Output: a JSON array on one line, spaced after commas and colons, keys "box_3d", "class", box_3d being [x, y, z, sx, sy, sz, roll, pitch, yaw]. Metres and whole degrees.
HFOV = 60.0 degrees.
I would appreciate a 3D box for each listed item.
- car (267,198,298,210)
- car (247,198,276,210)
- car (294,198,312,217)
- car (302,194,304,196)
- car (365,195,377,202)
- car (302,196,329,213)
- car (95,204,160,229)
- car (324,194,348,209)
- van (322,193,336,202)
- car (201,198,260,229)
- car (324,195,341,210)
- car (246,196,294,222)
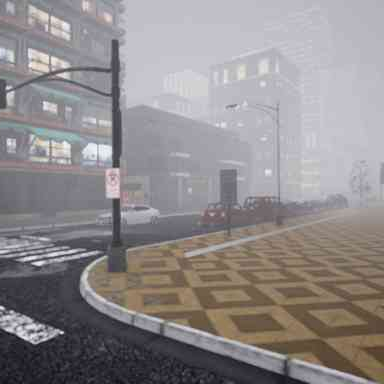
[{"box_3d": [11.624, 1.476, 42.578, 2.033, 1.411, 5.357, -1, 0, 37], "class": "car"}, {"box_3d": [9.134, 1.487, 43.409, 1.752, 1.417, 4.829, -1, 0, 36], "class": "car"}, {"box_3d": [8.953, 1.469, 29.866, 1.802, 1.307, 4.206, -1, 0, 36], "class": "car"}, {"box_3d": [22.392, 1.437, 61.430, 1.752, 1.417, 4.829, -1, 0, 36], "class": "car"}, {"box_3d": [35.469, 1.332, 65.907, 1.887, 1.381, 4.507, -1, 0, 36], "class": "car"}, {"box_3d": [12.267, 1.420, 34.371, 1.887, 1.381, 4.507, -1, 0, 36], "class": "car"}, {"box_3d": [-3.981, 1.511, 21.426, 1.812, 1.442, 4.674, -1, 0, 36], "class": "car"}, {"box_3d": [18.894, 1.166, 43.382, 2.192, 1.841, 5.009, -1, 0, 36], "class": "car"}, {"box_3d": [29.121, 1.227, 70.577, 1.690, 1.788, 3.998, -1, 0, 36], "class": "van"}, {"box_3d": [2.323, 1.351, 20.856, 1.967, 1.590, 4.097, -1, 0, 36], "class": "car"}, {"box_3d": [15.582, 1.414, 38.876, 2.008, 1.369, 4.403, -1, 0, 36], "class": "car"}, {"box_3d": [5.636, 1.214, 25.362, 2.192, 1.841, 5.009, -1, 0, 36], "class": "car"}]
